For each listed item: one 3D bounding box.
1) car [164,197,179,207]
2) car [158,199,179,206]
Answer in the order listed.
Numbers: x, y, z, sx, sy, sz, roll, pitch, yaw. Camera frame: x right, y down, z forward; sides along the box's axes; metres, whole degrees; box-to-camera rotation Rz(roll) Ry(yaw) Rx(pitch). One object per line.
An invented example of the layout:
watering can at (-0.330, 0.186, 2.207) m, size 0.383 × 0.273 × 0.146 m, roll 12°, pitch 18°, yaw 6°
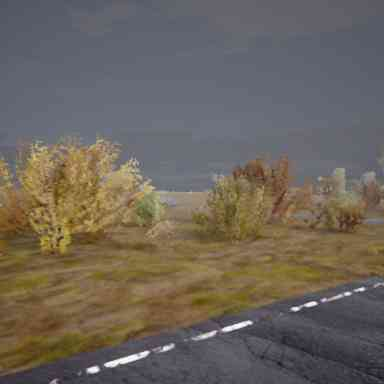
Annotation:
car at (-4.154, 1.661, 57.017) m, size 2.097 × 1.767 × 4.553 m, roll 1°, pitch 0°, yaw -33°
car at (-4.530, 1.957, 63.036) m, size 1.895 × 1.301 × 4.718 m, roll 1°, pitch -1°, yaw -33°
